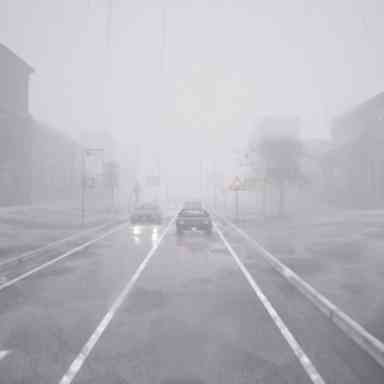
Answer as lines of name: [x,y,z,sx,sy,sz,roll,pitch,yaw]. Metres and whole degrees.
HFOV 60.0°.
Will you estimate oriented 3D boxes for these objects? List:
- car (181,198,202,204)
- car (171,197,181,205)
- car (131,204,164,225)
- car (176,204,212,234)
car: [0.100,1.417,37.413,1.882,1.535,5.008,0,0,0]
car: [-3.016,1.672,64.611,1.837,1.490,4.892,0,-1,1]
car: [-3.097,1.531,23.651,1.994,1.385,4.181,0,0,0]
car: [0.101,1.582,19.209,1.895,1.301,4.718,0,0,0]
